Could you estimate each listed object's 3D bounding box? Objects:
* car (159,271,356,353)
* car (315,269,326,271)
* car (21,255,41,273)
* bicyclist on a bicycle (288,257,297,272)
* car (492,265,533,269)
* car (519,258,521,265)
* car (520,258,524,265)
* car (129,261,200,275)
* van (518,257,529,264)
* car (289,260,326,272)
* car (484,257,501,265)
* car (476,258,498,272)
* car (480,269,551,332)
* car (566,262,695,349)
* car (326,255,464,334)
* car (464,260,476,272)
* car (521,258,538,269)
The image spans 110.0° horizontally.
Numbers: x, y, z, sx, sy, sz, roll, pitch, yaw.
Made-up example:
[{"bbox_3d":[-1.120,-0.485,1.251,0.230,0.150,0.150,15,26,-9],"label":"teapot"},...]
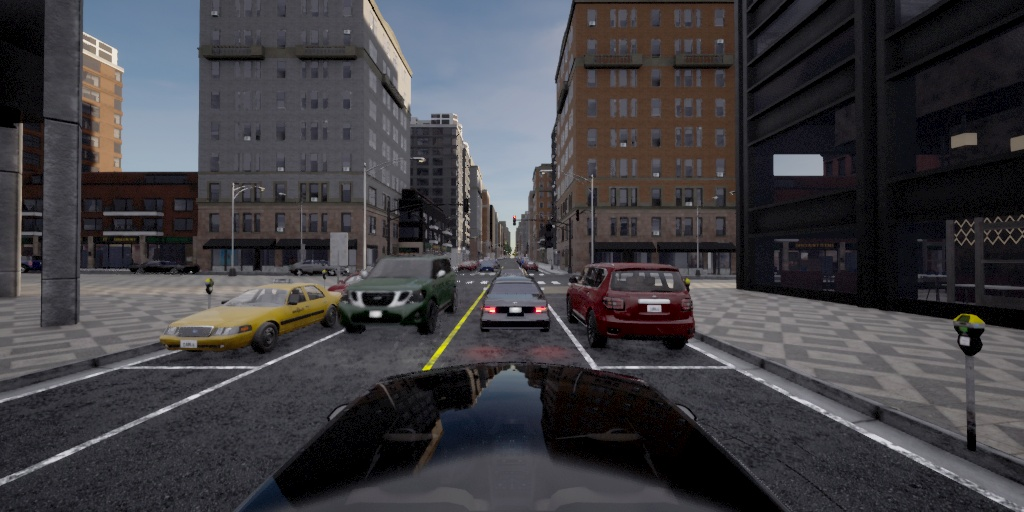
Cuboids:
[{"bbox_3d":[-5.876,1.277,8.917,1.751,1.417,4.829,0,0,0],"label":"car"},{"bbox_3d":[-5.892,1.298,14.712,1.888,1.381,4.507,0,0,0],"label":"car"},{"bbox_3d":[-47.615,0.704,34.735,4.553,1.767,2.097,1,-1,1],"label":"car"},{"bbox_3d":[-23.110,0.909,37.751,0.582,1.620,1.656,0,0,0],"label":"bicyclist on a bicycle"},{"bbox_3d":[0.019,1.355,20.560,1.895,1.301,4.718,0,0,0],"label":"car"},{"bbox_3d":[2.514,1.346,58.717,1.802,1.307,4.207,0,0,0],"label":"car"},{"bbox_3d":[2.530,1.344,53.043,1.802,1.307,4.207,0,0,0],"label":"car"},{"bbox_3d":[-30.405,1.079,31.534,4.718,1.301,1.895,1,-1,0],"label":"car"},{"bbox_3d":[2.499,1.107,64.390,1.690,1.789,3.998,0,0,0],"label":"van"},{"bbox_3d":[-16.841,1.092,31.488,4.902,1.511,2.128,1,-1,0],"label":"car"},{"bbox_3d":[-3.231,1.328,56.651,1.994,1.385,4.181,0,0,0],"label":"car"},{"bbox_3d":[-3.246,1.308,46.796,2.033,1.411,5.357,0,0,-4],"label":"car"},{"bbox_3d":[0.067,1.299,10.833,2.033,1.411,5.357,0,0,0],"label":"car"},{"bbox_3d":[2.649,1.066,9.102,2.192,1.841,5.009,0,0,0],"label":"car"},{"bbox_3d":[-3.075,0.973,10.970,2.150,2.045,5.566,0,0,1],"label":"car"},{"bbox_3d":[-5.981,1.306,47.356,1.888,1.381,4.507,0,0,0],"label":"car"},{"bbox_3d":[2.545,1.343,47.370,1.802,1.307,4.207,0,0,0],"label":"car"}]
